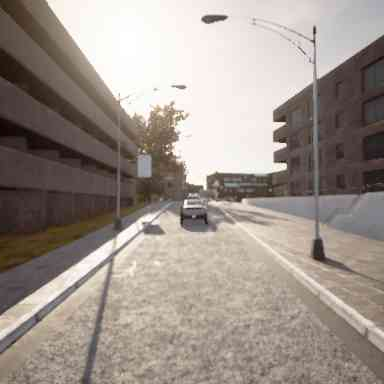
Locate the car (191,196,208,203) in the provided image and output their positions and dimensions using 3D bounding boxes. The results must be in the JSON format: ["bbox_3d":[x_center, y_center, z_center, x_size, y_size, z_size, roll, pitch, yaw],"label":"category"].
[{"bbox_3d":[2.066,2.115,93.798,2.435,2.045,5.566,2,-3,-30],"label":"car"}]

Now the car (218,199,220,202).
[{"bbox_3d":[4.946,2.409,94.384,2.185,1.767,4.553,4,-4,-31],"label":"car"}]

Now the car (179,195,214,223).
[{"bbox_3d":[0.123,1.262,23.112,2.128,1.511,4.902,0,1,0],"label":"car"}]

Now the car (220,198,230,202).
[{"bbox_3d":[7.919,2.661,94.880,2.185,1.767,4.553,6,-4,-30],"label":"car"}]

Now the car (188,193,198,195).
[{"bbox_3d":[0.158,0.880,41.402,1.812,1.442,4.674,0,0,0],"label":"car"}]
